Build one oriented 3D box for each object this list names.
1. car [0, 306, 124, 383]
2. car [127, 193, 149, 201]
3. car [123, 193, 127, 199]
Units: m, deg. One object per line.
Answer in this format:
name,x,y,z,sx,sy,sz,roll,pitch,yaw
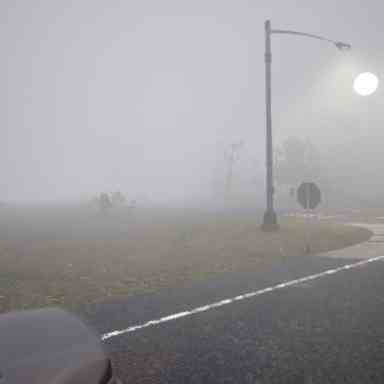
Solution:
car,-3.035,1.587,1.716,5.357,1.411,2.033,-2,1,-36
car,-8.973,0.840,56.906,1.812,1.442,4.674,-1,1,-33
car,-13.256,0.826,63.194,1.812,1.442,4.674,-1,1,-34
